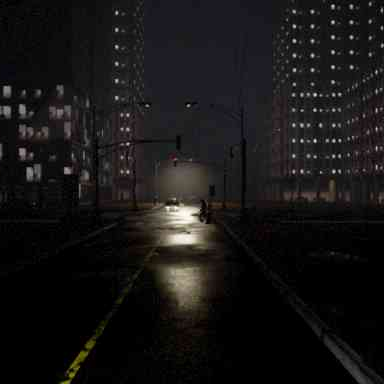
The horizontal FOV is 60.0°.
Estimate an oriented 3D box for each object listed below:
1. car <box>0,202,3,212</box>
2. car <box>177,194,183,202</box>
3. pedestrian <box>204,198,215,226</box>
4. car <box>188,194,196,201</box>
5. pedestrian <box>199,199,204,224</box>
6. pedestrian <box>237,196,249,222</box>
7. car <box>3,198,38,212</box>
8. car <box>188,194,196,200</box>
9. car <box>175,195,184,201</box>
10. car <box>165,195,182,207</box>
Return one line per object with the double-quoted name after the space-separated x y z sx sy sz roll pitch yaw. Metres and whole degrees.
-18.900 1.414 27.732 4.829 1.417 1.752 0 -1 -1 "car"
-3.027 1.341 67.769 2.097 1.767 4.553 0 0 0 "car"
1.192 1.293 22.097 0.375 1.860 0.375 0 0 0 "pedestrian"
-0.013 1.572 79.023 1.895 1.301 4.718 0 0 0 "car"
0.805 1.292 23.296 0.375 1.860 0.375 0 0 0 "pedestrian"
3.484 1.138 22.698 0.375 1.860 0.375 0 0 0 "pedestrian"
-19.212 1.359 36.368 4.097 1.590 1.967 0 -1 -1 "car"
-0.016 1.353 88.998 2.033 1.411 5.357 0 0 0 "car"
-3.016 1.507 82.972 2.033 1.411 5.357 0 0 0 "car"
-3.099 1.557 52.473 1.994 1.385 4.181 0 0 0 "car"
